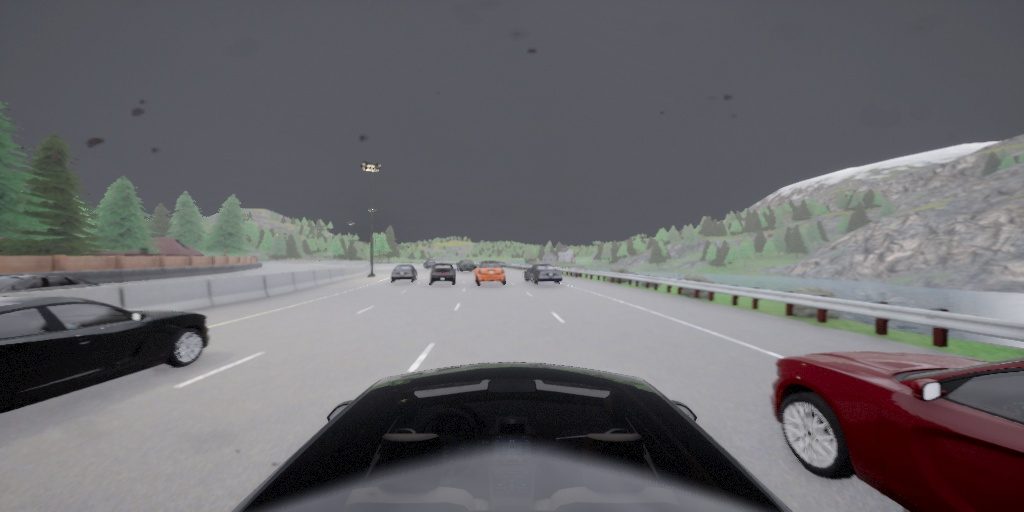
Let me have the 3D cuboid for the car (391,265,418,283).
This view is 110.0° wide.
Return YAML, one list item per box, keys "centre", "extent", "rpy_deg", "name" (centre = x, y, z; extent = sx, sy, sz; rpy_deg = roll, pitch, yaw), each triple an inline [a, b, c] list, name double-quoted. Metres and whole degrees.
- centre: [-9.015, 1.438, 30.129]
  extent: [2.033, 1.411, 5.357]
  rpy_deg: [0, 0, -12]
  name: "car"

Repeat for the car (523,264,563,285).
- centre: [2.167, 1.330, 26.568]
  extent: [2.033, 1.411, 5.357]
  rpy_deg: [0, 0, -10]
  name: "car"

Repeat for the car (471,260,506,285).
- centre: [-1.770, 1.170, 26.999]
  extent: [2.097, 1.767, 4.553]
  rpy_deg: [-1, 0, -9]
  name: "car"

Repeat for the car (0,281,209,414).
- centre: [-6.908, 1.297, 5.057]
  extent: [1.882, 1.535, 5.008]
  rpy_deg: [0, 0, -2]
  name: "car"

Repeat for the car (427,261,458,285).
- centre: [-5.294, 1.357, 27.633]
  extent: [1.837, 1.490, 4.892]
  rpy_deg: [1, 0, -10]
  name: "car"

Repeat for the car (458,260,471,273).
- centre: [-6.262, 1.255, 48.261]
  extent: [2.097, 1.767, 4.553]
  rpy_deg: [-1, 0, -16]
  name: "car"

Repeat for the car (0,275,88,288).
- centre: [-17.871, 1.455, 12.929]
  extent: [1.837, 1.490, 4.892]
  rpy_deg: [0, 0, -4]
  name: "car"

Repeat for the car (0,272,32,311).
- centre: [-21.369, 1.459, 12.836]
  extent: [1.882, 1.535, 5.008]
  rpy_deg: [-1, 0, -4]
  name: "car"

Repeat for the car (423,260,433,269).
- centre: [-13.964, 1.490, 60.932]
  extent: [2.128, 1.511, 4.902]
  rpy_deg: [0, 0, -22]
  name: "car"

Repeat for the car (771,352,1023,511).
- centre: [3.649, 1.195, 1.680]
  extent: [1.882, 1.535, 5.008]
  rpy_deg: [0, 0, -1]
  name: "car"
